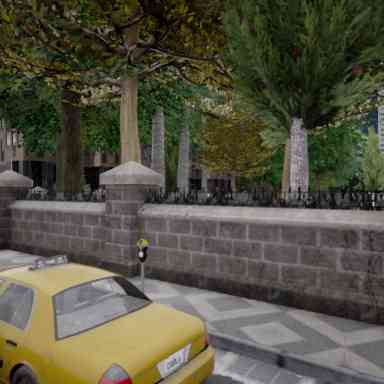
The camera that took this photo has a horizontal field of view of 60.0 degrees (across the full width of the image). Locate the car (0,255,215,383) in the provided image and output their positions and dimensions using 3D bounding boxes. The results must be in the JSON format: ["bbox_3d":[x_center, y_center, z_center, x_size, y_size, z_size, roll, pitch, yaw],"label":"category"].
[{"bbox_3d":[-2.042,1.525,4.413,4.829,1.417,1.752,0,0,35],"label":"car"}]
